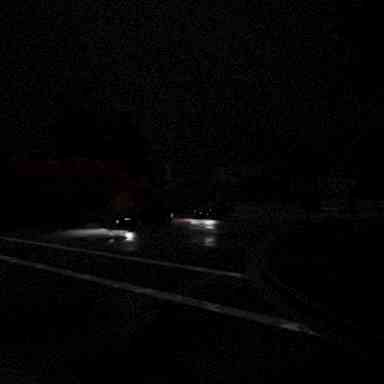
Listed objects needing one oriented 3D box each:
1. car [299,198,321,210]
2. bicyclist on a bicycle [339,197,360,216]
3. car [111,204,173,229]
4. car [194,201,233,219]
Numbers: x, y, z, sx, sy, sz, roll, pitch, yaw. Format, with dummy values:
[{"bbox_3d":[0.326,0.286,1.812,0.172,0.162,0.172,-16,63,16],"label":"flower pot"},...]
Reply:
[{"bbox_3d":[15.502,1.530,43.506,1.882,1.535,5.008,0,0,34],"label":"car"},{"bbox_3d":[13.310,1.247,28.116,1.656,1.620,0.582,0,0,34],"label":"bicyclist on a bicycle"},{"bbox_3d":[-3.212,1.569,22.361,1.837,1.490,4.892,0,0,34],"label":"car"},{"bbox_3d":[2.060,1.570,30.161,1.837,1.490,4.892,0,0,34],"label":"car"}]
